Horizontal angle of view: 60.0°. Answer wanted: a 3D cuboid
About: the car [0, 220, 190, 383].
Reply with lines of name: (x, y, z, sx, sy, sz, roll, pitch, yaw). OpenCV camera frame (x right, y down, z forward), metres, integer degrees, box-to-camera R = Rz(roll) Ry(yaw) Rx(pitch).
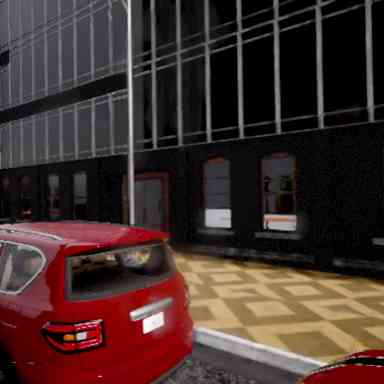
car: (-2.310, 1.319, 4.543, 5.009, 1.841, 2.192, 0, -1, 36)

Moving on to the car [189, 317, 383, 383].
car: (2.230, 1.439, 1.303, 4.097, 1.590, 1.967, 0, -1, 36)
